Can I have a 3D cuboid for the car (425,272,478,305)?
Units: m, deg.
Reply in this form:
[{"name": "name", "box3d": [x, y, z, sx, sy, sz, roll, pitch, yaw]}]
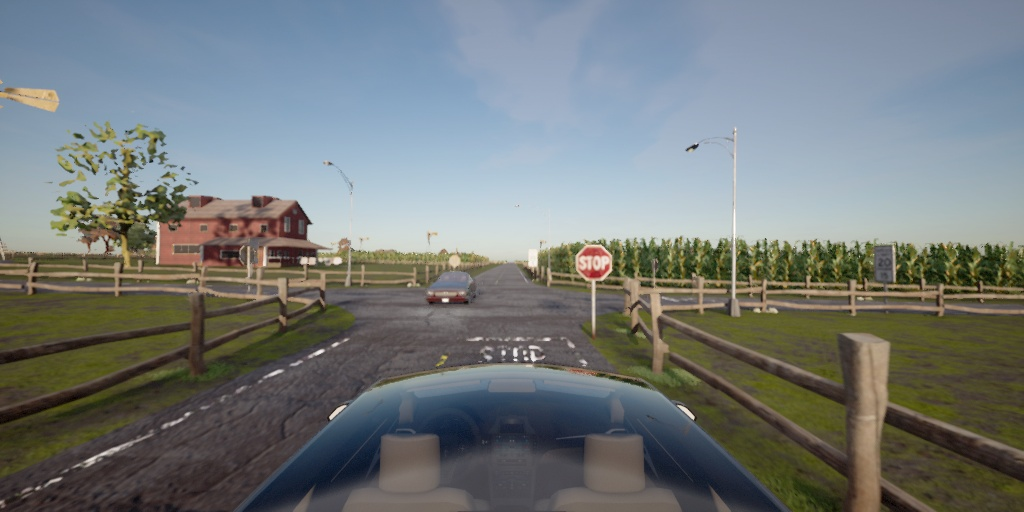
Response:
[{"name": "car", "box3d": [-2.749, 1.480, 17.496, 2.033, 1.411, 5.357, 0, -1, 0]}]
